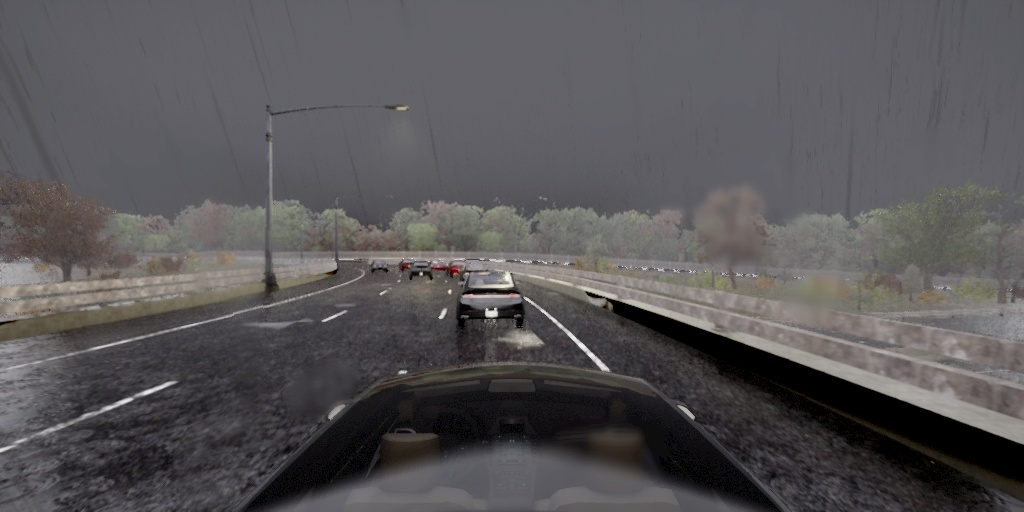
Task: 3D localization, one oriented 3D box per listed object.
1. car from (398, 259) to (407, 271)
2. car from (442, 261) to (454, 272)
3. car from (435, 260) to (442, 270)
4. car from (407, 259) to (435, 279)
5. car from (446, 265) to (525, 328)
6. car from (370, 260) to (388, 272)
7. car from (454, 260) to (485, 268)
[{"bbox_3d":[-13.395,1.128,45.896,1.882,1.535,5.008,0,0,-24],"label":"car"},{"bbox_3d":[-5.135,1.149,33.963,1.882,1.535,5.008,0,0,-16],"label":"car"},{"bbox_3d":[-10.118,1.207,47.110,1.994,1.385,4.181,0,0,-24],"label":"car"},{"bbox_3d":[-8.078,1.187,31.647,1.837,1.490,4.892,0,0,-16],"label":"car"},{"bbox_3d":[-0.705,1.217,11.293,2.128,1.511,4.902,0,0,-5],"label":"car"},{"bbox_3d":[-16.592,1.205,44.635,2.033,1.411,5.357,0,0,-24],"label":"car"},{"bbox_3d":[-2.359,1.190,22.520,2.128,1.511,4.902,0,0,-10],"label":"car"}]
